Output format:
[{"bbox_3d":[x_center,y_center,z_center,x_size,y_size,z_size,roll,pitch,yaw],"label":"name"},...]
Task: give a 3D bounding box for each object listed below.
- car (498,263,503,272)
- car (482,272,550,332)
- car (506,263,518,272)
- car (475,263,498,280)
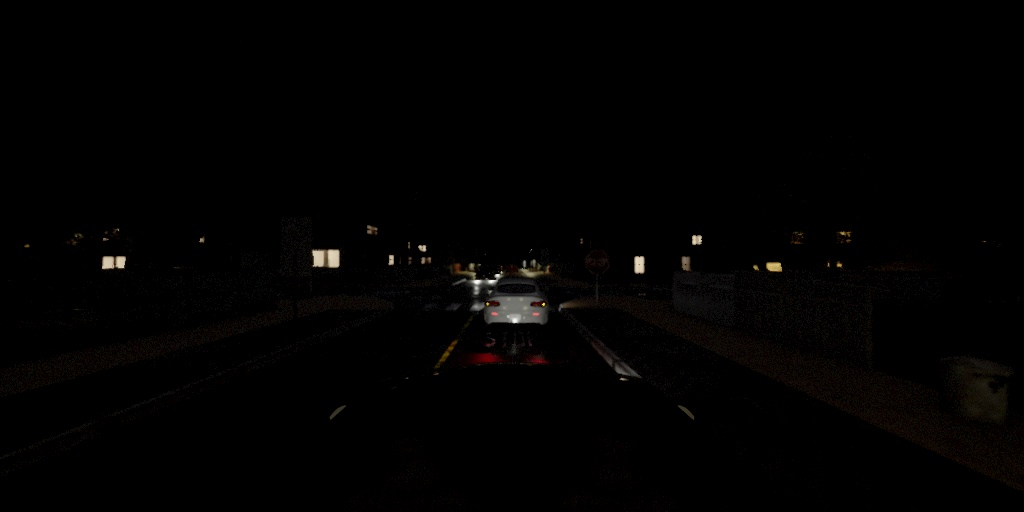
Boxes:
[{"bbox_3d":[-2.858,1.851,54.102,2.097,1.767,4.553,0,-1,0],"label":"car"},{"bbox_3d":[0.196,1.392,11.276,1.812,1.442,4.674,0,-1,3],"label":"car"},{"bbox_3d":[0.024,2.043,64.820,2.097,1.767,4.553,0,-1,0],"label":"car"},{"bbox_3d":[-2.862,1.756,38.642,1.837,1.490,4.892,0,-1,0],"label":"car"}]
